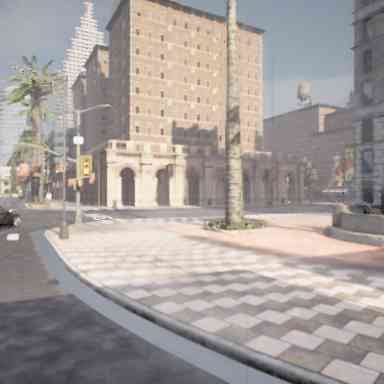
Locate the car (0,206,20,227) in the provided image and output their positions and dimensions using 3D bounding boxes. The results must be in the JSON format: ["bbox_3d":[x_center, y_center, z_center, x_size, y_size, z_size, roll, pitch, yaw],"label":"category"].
[{"bbox_3d":[-12.431,1.543,20.547,1.882,1.535,5.008,-1,0,-7],"label":"car"}]
